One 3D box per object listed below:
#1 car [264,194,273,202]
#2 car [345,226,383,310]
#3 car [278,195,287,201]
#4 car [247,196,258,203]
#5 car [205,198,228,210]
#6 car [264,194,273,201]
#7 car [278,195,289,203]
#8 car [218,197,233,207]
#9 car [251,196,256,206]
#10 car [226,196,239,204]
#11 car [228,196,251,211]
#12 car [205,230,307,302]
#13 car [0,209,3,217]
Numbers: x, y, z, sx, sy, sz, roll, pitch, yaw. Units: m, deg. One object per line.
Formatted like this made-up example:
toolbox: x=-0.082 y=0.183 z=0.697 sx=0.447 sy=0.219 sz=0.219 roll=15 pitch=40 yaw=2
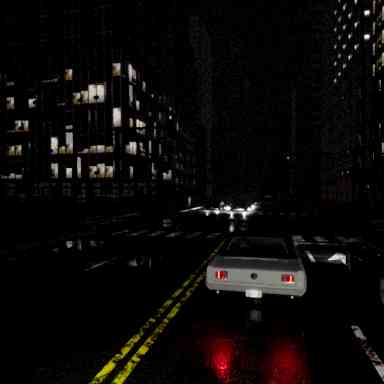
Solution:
car: x=16.317 y=1.528 z=70.825 sx=1.895 sy=1.301 sz=4.718 roll=0 pitch=0 yaw=13
car: x=4.819 y=1.501 z=7.431 sx=1.837 sy=1.490 sz=4.892 roll=0 pitch=0 yaw=13
car: x=21.760 y=1.353 z=79.821 sx=1.895 sy=1.301 sz=4.718 roll=0 pitch=0 yaw=13
car: x=12.723 y=1.483 z=69.732 sx=2.033 sy=1.411 sz=5.357 roll=0 pitch=0 yaw=13
car: x=3.062 y=1.522 z=43.159 sx=2.033 sy=1.411 sz=5.357 roll=0 pitch=0 yaw=13
car: x=18.588 y=1.283 z=80.533 sx=2.128 sy=1.511 sz=4.902 roll=0 pitch=0 yaw=13
car: x=19.380 y=1.472 z=69.648 sx=2.033 sy=1.411 sz=5.357 roll=0 pitch=0 yaw=13
car: x=5.378 y=1.566 z=53.029 sx=1.895 sy=1.301 sz=4.718 roll=0 pitch=0 yaw=13
car: x=7.942 y=1.459 z=49.725 sx=2.128 sy=1.511 sz=4.902 roll=0 pitch=0 yaw=13
car: x=7.795 y=1.458 z=63.162 sx=1.837 sy=1.490 sz=4.892 roll=0 pitch=0 yaw=14
car: x=5.834 y=1.502 z=40.721 sx=1.812 sy=1.442 sz=4.674 roll=0 pitch=0 yaw=13
car: x=1.689 y=1.597 z=8.329 sx=1.895 sy=1.301 sz=4.718 roll=0 pitch=0 yaw=14
car: x=-17.366 y=1.434 z=26.630 sx=4.313 sy=1.339 sz=1.947 roll=1 pitch=1 yaw=14
